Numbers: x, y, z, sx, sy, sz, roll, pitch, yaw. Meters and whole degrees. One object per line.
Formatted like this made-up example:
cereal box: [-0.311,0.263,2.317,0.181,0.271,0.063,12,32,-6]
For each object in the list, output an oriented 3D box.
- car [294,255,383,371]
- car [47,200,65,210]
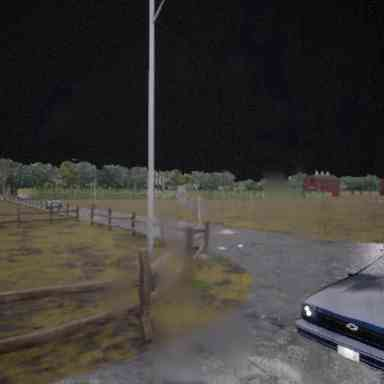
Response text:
car: [4.122,1.646,5.513,5.357,1.411,2.033,2,-1,-33]
car: [-19.959,1.858,48.485,2.033,1.411,5.357,-1,1,-33]
